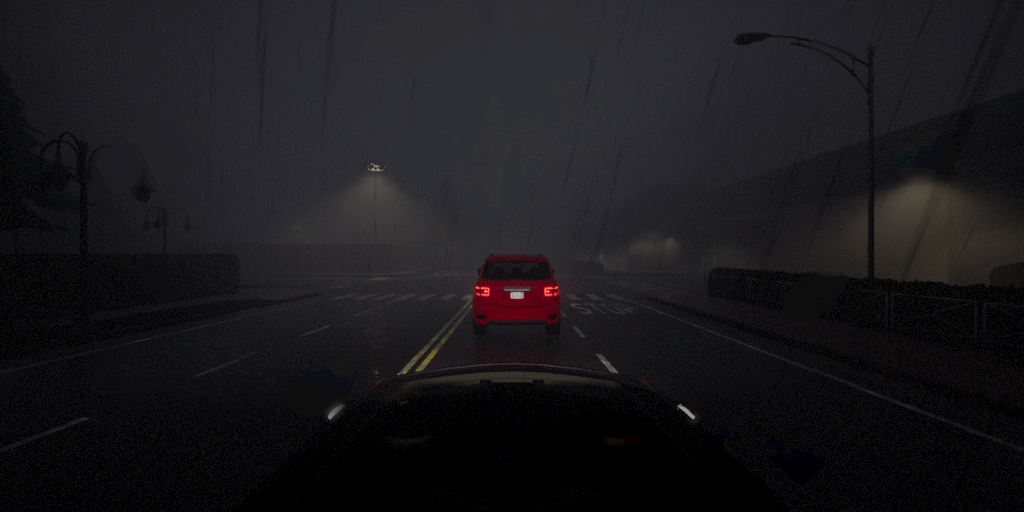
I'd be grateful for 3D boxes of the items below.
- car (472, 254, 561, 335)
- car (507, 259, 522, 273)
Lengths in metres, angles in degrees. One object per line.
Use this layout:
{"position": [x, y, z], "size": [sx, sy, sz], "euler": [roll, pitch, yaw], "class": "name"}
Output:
{"position": [0.115, 0.971, 10.677], "size": [2.150, 2.045, 5.566], "euler": [0, 0, 0], "class": "car"}
{"position": [0.325, 1.228, 45.534], "size": [1.882, 1.535, 5.008], "euler": [0, 0, 1], "class": "car"}
